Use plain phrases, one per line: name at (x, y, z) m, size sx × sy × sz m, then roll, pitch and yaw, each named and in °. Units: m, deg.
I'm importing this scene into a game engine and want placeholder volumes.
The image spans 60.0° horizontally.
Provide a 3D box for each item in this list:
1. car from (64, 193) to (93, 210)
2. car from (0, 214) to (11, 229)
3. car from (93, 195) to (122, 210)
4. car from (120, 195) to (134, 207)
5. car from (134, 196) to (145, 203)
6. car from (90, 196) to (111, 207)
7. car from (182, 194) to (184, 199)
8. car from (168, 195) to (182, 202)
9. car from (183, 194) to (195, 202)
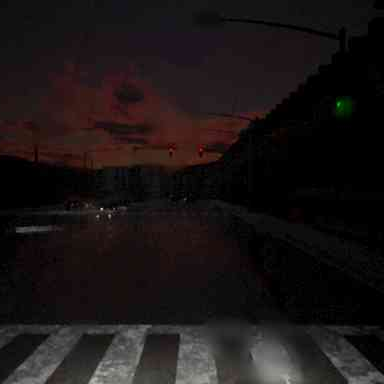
car at (-14.222, 1.188, 42.250) m, size 2.150 × 2.045 × 5.566 m, roll 0°, pitch 0°, yaw 0°
car at (-12.796, 1.491, 18.374) m, size 4.892 × 1.490 × 1.837 m, roll 0°, pitch 1°, yaw -28°
car at (-10.719, 1.492, 42.465) m, size 1.812 × 1.442 × 4.674 m, roll 0°, pitch 0°, yaw 0°
car at (-10.741, 1.560, 51.600) m, size 1.895 × 1.301 × 4.718 m, roll 0°, pitch 0°, yaw 0°
car at (-10.731, 1.495, 67.103) m, size 2.033 × 1.411 × 5.357 m, roll 0°, pitch 0°, yaw 0°
car at (-14.243, 1.463, 52.057) m, size 1.837 × 1.490 × 4.892 m, roll 0°, pitch 0°, yaw 0°
car at (-1.556, 1.325, 83.659) m, size 2.128 × 1.511 × 4.902 m, roll 0°, pitch 0°, yaw -17°
car at (-3.755, 1.537, 72.634) m, size 1.895 × 1.301 × 4.718 m, roll 0°, pitch 0°, yaw -3°
car at (-0.269, 1.461, 73.583) m, size 2.128 × 1.511 × 4.902 m, roll 0°, pitch 0°, yaw -3°
